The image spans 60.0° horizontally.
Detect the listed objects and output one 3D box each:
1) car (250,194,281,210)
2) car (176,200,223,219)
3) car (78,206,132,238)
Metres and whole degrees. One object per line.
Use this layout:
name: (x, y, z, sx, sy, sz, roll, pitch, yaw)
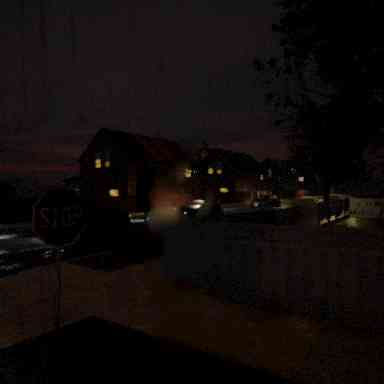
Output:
car: (7.797, 1.011, 35.132, 2.128, 1.511, 4.902, 2, 2, 35)
car: (0.659, 1.270, 25.037, 1.994, 1.385, 4.181, 2, 2, 35)
car: (-5.046, 1.421, 16.926, 1.994, 1.385, 4.181, 2, 2, 36)
